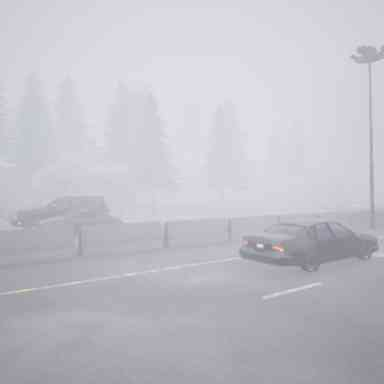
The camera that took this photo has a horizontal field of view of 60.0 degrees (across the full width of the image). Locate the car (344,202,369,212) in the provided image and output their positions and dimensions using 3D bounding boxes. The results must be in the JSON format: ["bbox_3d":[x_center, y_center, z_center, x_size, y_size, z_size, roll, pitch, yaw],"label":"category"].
[{"bbox_3d":[23.915,2.089,46.788,4.674,1.442,1.812,2,-1,-35],"label":"car"}]

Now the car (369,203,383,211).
[{"bbox_3d":[26.138,2.117,44.078,5.357,1.411,2.033,2,-1,-35],"label":"car"}]

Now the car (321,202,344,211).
[{"bbox_3d":[21.153,2.146,49.121,4.718,1.301,1.895,1,-1,-35],"label":"car"}]

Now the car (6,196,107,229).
[{"bbox_3d":[-7.706,1.241,19.989,5.566,2.045,2.150,0,0,-35],"label":"car"}]

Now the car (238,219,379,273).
[{"bbox_3d":[3.965,1.592,10.870,5.357,1.411,2.033,0,0,-35],"label":"car"}]

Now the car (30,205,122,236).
[{"bbox_3d":[-5.713,1.583,17.111,4.181,1.385,1.994,0,0,-35],"label":"car"}]

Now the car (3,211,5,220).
[{"bbox_3d":[-11.812,1.524,25.659,4.892,1.490,1.837,0,0,-35],"label":"car"}]
